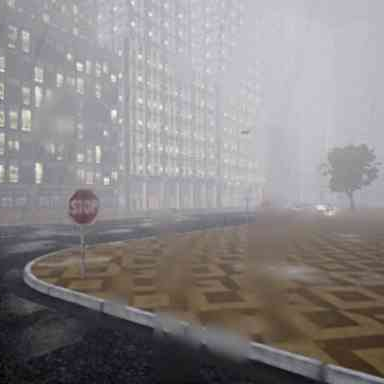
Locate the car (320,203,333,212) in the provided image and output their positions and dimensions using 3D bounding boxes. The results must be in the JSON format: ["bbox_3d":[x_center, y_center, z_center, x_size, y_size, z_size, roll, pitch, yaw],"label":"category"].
[{"bbox_3d":[20.476,2.389,51.657,1.812,1.442,4.674,-1,-1,36],"label":"car"}]

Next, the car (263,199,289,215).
[{"bbox_3d":[11.579,1.946,44.940,2.150,2.045,5.566,-1,-1,36],"label":"car"}]

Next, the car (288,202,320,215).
[{"bbox_3d":[14.798,2.307,43.820,1.895,1.301,4.718,-1,-1,37],"label":"car"}]

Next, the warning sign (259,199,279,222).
[{"bbox_3d":[6.438,1.499,27.648,1.300,1.860,1.060,0,0,36],"label":"warning sign"}]

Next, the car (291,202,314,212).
[{"bbox_3d":[17.854,2.390,53.577,2.128,1.511,4.902,-1,-1,36],"label":"car"}]
